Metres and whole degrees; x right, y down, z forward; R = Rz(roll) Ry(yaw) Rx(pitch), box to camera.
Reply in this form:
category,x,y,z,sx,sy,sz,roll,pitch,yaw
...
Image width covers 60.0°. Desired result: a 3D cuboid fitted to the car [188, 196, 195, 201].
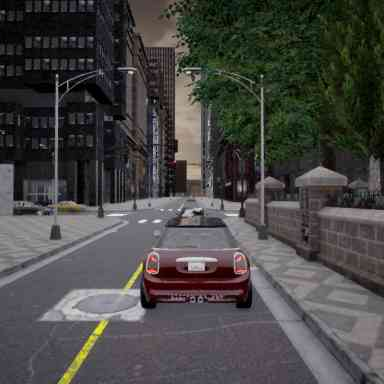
category,x,y,z,sx,sy,sz,roll,pitch,yaw
car,-0.249,1.710,90.108,1.812,1.442,4.674,0,0,0

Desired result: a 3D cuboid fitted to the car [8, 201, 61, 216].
category,x,y,z,sx,sy,sz,roll,pitch,yaw
car,-14.720,1.517,30.115,4.403,1.369,2.008,0,-1,0

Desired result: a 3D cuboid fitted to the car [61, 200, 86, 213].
category,x,y,z,sx,sy,sz,roll,pitch,yaw
car,-14.876,1.675,38.639,4.829,1.417,1.752,0,-1,0

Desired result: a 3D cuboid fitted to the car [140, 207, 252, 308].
category,x,y,z,sx,sy,sz,roll,pitch,yaw
car,0.076,1.357,8.070,2.097,1.767,4.553,0,0,0

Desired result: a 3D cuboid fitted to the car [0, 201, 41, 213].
category,x,y,z,sx,sy,sz,roll,pitch,yaw
car,-20.218,1.708,38.654,4.403,1.369,2.008,0,-1,0

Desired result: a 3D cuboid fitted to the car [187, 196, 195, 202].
category,x,y,z,sx,sy,sz,roll,pitch,yaw
car,-0.220,1.730,79.689,2.033,1.411,5.357,0,0,0

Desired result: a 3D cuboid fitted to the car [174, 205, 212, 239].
category,x,y,z,sx,sy,sz,roll,pitch,yaw
car,0.047,1.541,18.197,1.812,1.442,4.674,0,0,0
